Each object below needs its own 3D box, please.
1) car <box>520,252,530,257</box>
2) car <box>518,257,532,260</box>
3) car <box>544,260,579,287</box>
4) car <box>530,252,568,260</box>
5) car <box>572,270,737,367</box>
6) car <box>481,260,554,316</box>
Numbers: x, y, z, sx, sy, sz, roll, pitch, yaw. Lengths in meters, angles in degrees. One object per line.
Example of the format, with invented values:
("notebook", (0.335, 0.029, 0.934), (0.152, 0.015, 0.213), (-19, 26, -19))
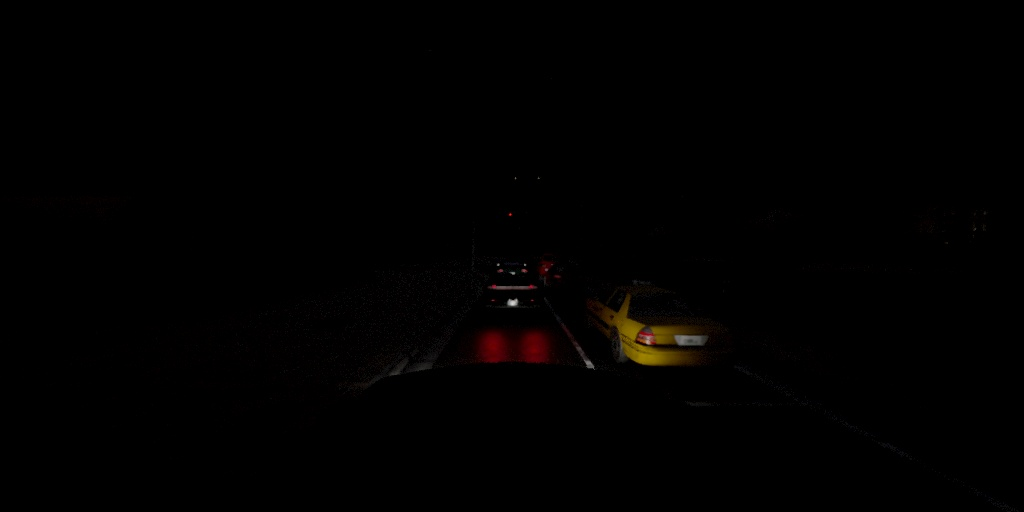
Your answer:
("car", (2.552, 0.469, 50.214), (1.888, 1.381, 4.507), (0, 0, 0))
("car", (-0.008, 0.938, 22.886), (1.994, 1.385, 4.181), (0, 1, -1))
("car", (2.610, 1.034, 18.340), (1.802, 1.307, 4.207), (0, 0, 0))
("car", (2.600, 0.672, 23.788), (2.192, 1.841, 5.009), (0, 0, 0))
("car", (2.630, 1.170, 7.613), (1.751, 1.417, 4.829), (0, 0, 0))
("car", (0.037, 1.049, 12.286), (2.128, 1.511, 4.902), (0, 1, 0))
